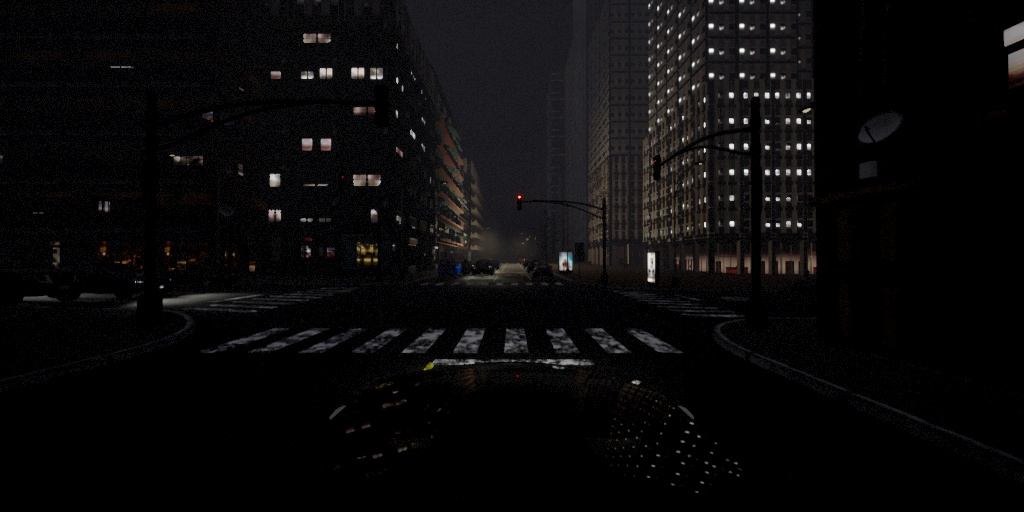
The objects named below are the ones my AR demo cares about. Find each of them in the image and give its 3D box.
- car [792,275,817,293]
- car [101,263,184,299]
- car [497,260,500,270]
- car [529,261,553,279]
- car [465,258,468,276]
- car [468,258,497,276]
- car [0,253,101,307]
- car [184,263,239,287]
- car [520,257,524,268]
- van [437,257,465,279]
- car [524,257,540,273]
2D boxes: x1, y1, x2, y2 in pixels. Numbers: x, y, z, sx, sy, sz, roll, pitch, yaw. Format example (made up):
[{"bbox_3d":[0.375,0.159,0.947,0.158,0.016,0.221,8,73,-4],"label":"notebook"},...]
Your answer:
[{"bbox_3d":[19.443,1.642,21.679,4.403,1.370,2.007,0,0,0],"label":"car"},{"bbox_3d":[-17.582,1.032,15.610,4.674,1.442,1.812,1,0,0],"label":"car"},{"bbox_3d":[-2.872,1.244,53.701,1.882,1.535,5.008,0,0,0],"label":"car"},{"bbox_3d":[2.768,1.341,32.489,1.802,1.307,4.207,0,0,0],"label":"car"},{"bbox_3d":[-5.600,1.077,38.039,2.192,1.841,5.009,0,0,0],"label":"car"},{"bbox_3d":[-2.913,1.109,36.845,2.097,1.767,4.553,0,0,0],"label":"car"},{"bbox_3d":[-18.744,0.783,12.990,5.009,1.841,2.192,0,0,0],"label":"car"},{"bbox_3d":[-18.745,1.103,21.370,4.313,1.339,1.948,0,0,0],"label":"car"},{"bbox_3d":[2.836,1.217,60.127,1.967,1.591,4.097,0,0,0],"label":"car"},{"bbox_3d":[-5.613,1.100,32.511,1.690,1.789,3.998,0,0,0],"label":"van"},{"bbox_3d":[2.795,1.205,43.545,1.967,1.591,4.097,0,0,0],"label":"car"}]
